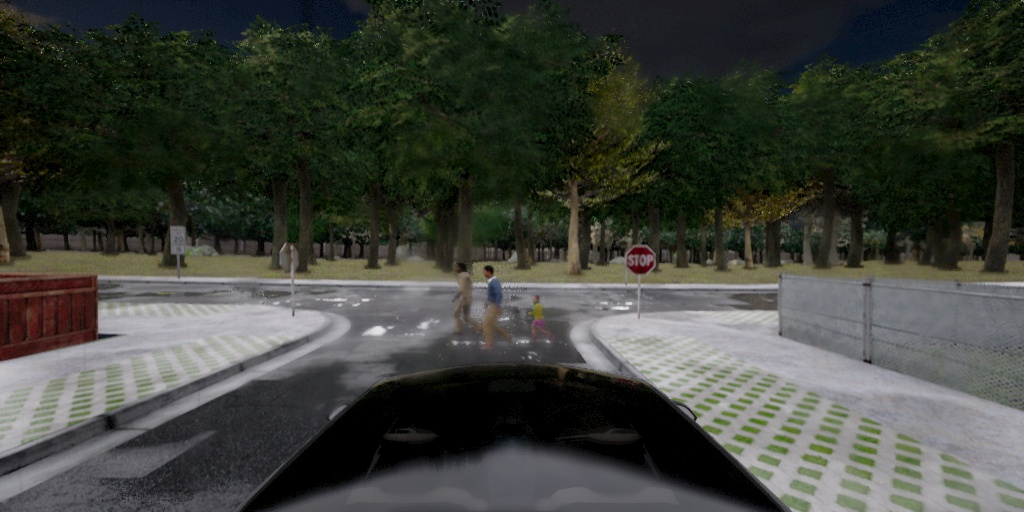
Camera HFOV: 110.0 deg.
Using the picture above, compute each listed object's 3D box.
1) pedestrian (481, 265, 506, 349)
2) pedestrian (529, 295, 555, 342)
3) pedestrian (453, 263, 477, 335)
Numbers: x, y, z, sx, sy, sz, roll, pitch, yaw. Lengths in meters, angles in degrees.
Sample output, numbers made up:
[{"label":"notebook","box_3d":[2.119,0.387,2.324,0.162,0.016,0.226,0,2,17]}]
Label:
[{"label":"pedestrian","box_3d":[-0.389,1.011,7.488,0.375,1.860,0.375,-1,2,0]},{"label":"pedestrian","box_3d":[0.627,1.387,8.099,0.500,1.100,0.500,-1,2,0]},{"label":"pedestrian","box_3d":[-1.129,1.004,8.687,0.375,1.860,0.375,-1,2,0]}]
